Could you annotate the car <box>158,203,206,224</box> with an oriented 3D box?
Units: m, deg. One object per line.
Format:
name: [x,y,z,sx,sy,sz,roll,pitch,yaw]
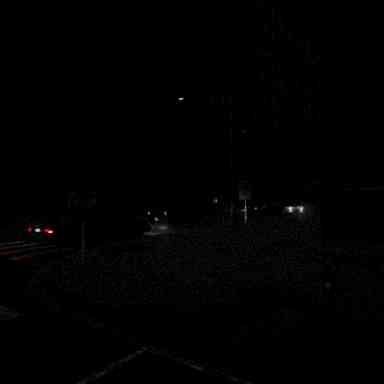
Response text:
car: [-1.030,1.457,23.534,1.895,1.301,4.718,-1,0,36]

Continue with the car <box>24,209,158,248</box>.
car: [-4.146,1.426,14.154,2.033,1.411,5.357,-1,0,36]

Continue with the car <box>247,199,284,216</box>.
car: [6.387,1.297,28.749,1.994,1.385,4.181,-1,0,36]

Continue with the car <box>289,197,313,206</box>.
car: [14.821,1.275,45.359,1.895,1.301,4.718,-1,-1,36]
